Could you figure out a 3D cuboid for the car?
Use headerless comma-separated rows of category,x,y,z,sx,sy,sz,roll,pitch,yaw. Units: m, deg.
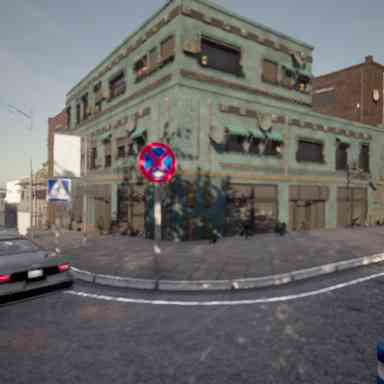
car,-4.939,1.602,7.648,5.357,1.411,2.033,-1,-2,36
